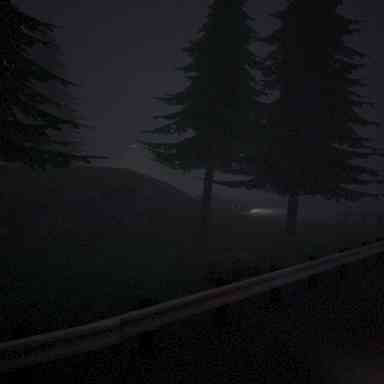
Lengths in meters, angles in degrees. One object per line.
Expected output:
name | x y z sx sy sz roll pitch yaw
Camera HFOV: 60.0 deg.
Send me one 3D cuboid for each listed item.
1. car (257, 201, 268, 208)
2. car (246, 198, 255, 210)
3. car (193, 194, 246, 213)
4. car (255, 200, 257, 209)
car | 7.794 1.530 46.436 5.357 1.411 2.033 0 0 36
car | 4.911 1.553 39.892 4.181 1.385 1.994 0 0 36
car | 2.734 1.211 37.140 5.566 2.045 2.150 0 0 36
car | 5.775 1.546 43.581 4.181 1.385 1.994 0 0 36
